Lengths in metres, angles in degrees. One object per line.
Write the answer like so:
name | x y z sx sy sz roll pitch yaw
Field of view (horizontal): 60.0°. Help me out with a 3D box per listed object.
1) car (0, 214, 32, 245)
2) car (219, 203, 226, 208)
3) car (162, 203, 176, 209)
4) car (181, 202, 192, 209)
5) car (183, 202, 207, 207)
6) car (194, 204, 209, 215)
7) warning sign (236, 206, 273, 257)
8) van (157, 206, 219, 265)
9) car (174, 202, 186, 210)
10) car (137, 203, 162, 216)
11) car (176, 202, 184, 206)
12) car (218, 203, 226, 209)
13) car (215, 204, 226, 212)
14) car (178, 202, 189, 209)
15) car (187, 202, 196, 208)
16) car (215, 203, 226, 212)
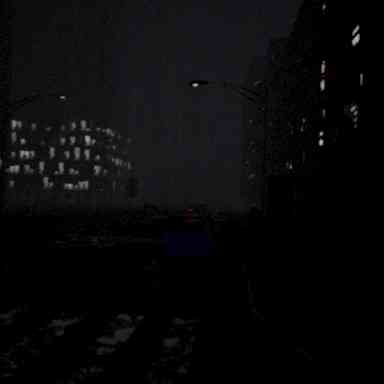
car | -8.351 1.576 13.584 1.947 1.339 4.313 2 -1 6
car | 8.801 3.942 95.178 1.802 1.307 4.206 2 -1 6
car | -4.248 2.484 51.912 1.752 1.417 4.829 2 -1 6
car | -1.290 3.203 79.577 1.887 1.381 4.507 2 -1 6
car | 0.453 2.419 41.987 1.837 1.490 4.892 2 -1 7
car | 1.512 2.648 52.275 1.882 1.535 5.008 2 -1 6
warning sign | 2.416 1.495 13.031 1.300 1.860 1.060 2 -1 6
van | -0.014 1.628 12.690 1.690 1.788 3.998 2 -1 6
car | -2.463 2.819 68.582 1.967 1.590 4.097 2 -1 6
car | -5.405 2.128 41.083 1.967 1.590 4.097 2 -1 6
car | -3.055 2.791 63.080 2.008 1.369 4.403 2 -1 6
car | 7.629 3.516 84.181 1.967 1.590 4.097 2 -1 6
car | 5.861 3.206 67.681 2.008 1.369 4.403 2 -1 6
car | -1.878 3.069 74.078 2.008 1.369 4.403 2 -1 6
car | -0.131 3.462 90.408 1.752 1.417 4.829 2 -1 6
car | 5.273 3.067 62.181 2.008 1.369 4.403 2 -1 6
